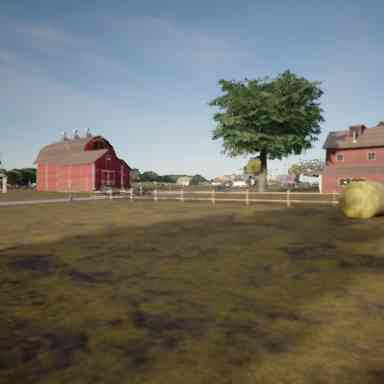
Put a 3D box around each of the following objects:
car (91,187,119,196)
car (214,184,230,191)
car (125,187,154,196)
[{"bbox_3d":[-13.876,0.007,53.271,2.128,1.511,4.902,0,2,36],"label":"car"},{"bbox_3d":[6.952,-1.044,77.643,1.837,1.490,4.892,0,2,35],"label":"car"},{"bbox_3d":[-8.747,-0.104,55.569,2.033,1.411,5.357,0,2,35],"label":"car"}]
